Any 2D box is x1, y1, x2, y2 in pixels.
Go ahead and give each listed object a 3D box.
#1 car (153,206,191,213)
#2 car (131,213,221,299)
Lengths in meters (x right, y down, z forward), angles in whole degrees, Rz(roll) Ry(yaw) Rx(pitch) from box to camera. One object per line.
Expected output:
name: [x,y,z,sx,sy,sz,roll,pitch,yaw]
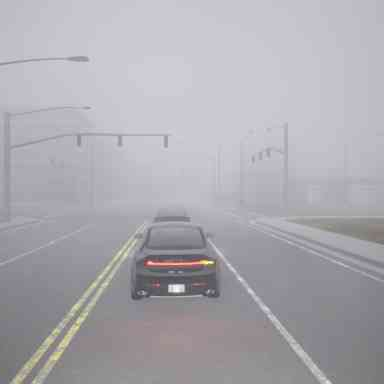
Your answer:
car: [-1.072,1.478,17.930,1.882,1.535,5.008,0,0,-4]
car: [-0.438,1.505,8.458,1.837,1.490,4.892,0,0,-4]
